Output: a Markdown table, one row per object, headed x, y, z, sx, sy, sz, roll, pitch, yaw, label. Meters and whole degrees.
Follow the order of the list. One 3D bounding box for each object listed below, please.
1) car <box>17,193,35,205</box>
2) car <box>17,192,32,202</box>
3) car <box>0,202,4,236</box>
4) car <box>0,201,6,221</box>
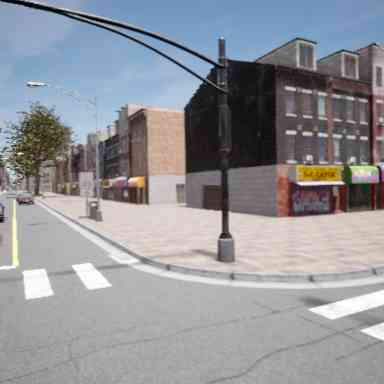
| x | y | z | sx | sy | sz | roll | pitch | yaw | label |
| --- | --- | --- | --- | --- | --- | --- | --- | --- | --- |
| -22.152 | 0.912 | 44.553 | 2.033 | 1.411 | 5.357 | -2 | 1 | -27 | car |
| -26.998 | 0.812 | 53.620 | 1.994 | 1.385 | 4.181 | -2 | 1 | -28 | car |
| -8.955 | 1.360 | 13.649 | 1.812 | 1.442 | 4.674 | -2 | 2 | -28 | car |
| -13.866 | 1.257 | 22.819 | 2.033 | 1.411 | 5.357 | -2 | 1 | -28 | car |
